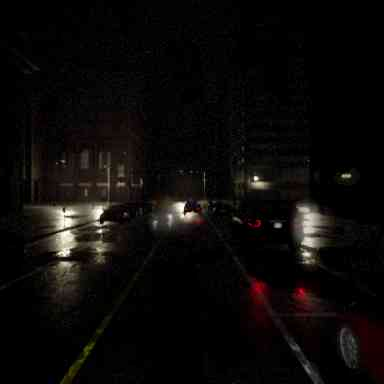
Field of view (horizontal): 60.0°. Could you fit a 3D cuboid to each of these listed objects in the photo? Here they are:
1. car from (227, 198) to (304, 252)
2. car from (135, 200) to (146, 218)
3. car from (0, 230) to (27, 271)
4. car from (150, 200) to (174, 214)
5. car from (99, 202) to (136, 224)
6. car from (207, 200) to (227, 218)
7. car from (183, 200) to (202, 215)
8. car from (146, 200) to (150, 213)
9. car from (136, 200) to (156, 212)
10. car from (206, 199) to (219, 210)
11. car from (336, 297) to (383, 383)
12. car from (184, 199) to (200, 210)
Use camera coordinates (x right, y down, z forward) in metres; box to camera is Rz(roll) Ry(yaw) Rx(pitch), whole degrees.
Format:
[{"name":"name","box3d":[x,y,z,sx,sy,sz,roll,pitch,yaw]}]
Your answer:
[{"name":"car","box3d":[3.002,1.269,14.289,2.150,2.045,5.566,0,0,0]},{"name":"car","box3d":[-5.762,1.668,30.947,1.947,1.339,4.313,0,0,0]},{"name":"car","box3d":[-5.765,1.608,8.401,1.802,1.307,4.206,0,0,0]},{"name":"car","box3d":[-3.079,1.602,36.828,1.882,1.535,5.008,0,0,0]},{"name":"car","box3d":[-5.762,1.664,25.311,1.802,1.307,4.206,0,0,0]},{"name":"car","box3d":[2.763,1.668,30.949,1.947,1.339,4.313,0,0,0]},{"name":"car","box3d":[0.059,1.720,35.386,1.895,1.301,4.718,0,0,0]},{"name":"car","box3d":[-5.761,1.689,36.584,1.947,1.339,4.313,0,0,0]},{"name":"car","box3d":[-5.760,1.696,42.221,2.008,1.369,4.403,0,0,0]},{"name":"car","box3d":[2.764,1.585,42.221,1.967,1.590,4.097,0,0,0]},{"name":"car","box3d":[2.760,1.590,2.769,1.802,1.307,4.206,0,0,0]},{"name":"car","box3d":[0.007,1.721,45.357,1.994,1.385,4.181,0,0,0]}]
